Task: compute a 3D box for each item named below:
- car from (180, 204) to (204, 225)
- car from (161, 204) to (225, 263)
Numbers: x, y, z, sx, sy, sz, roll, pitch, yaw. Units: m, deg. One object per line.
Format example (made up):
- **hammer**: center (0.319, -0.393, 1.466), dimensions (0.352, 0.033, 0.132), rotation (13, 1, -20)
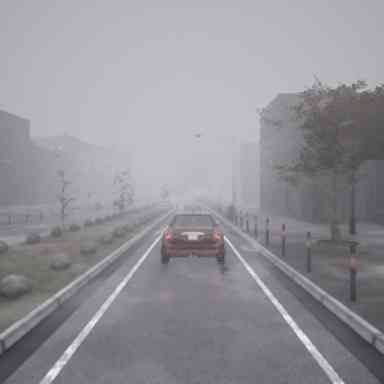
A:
- **car**: center (0.052, 1.800, 27.803), dimensions (1.837, 1.490, 4.892), rotation (0, 0, 1)
- **car**: center (0.048, 1.478, 12.613), dimensions (2.097, 1.767, 4.553), rotation (0, -1, 0)
